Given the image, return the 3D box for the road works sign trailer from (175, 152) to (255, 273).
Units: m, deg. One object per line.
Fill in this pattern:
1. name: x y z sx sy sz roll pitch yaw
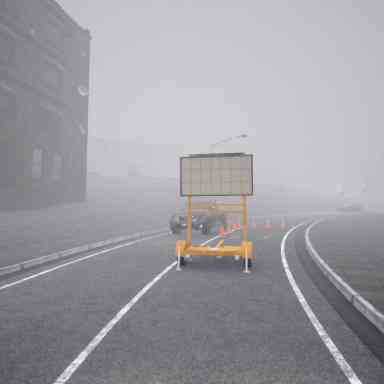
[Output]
1. road works sign trailer: 0.840 0.530 11.043 2.380 3.560 2.880 -1 -1 12

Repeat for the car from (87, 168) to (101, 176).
1. car: -16.336 -2.839 50.929 4.553 1.767 2.185 2 -5 -33

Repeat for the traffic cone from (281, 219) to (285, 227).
1. traffic cone: 6.250 2.136 22.871 0.340 0.580 0.340 -2 -1 17

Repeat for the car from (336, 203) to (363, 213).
1. car: 23.472 2.334 49.451 5.008 1.535 1.882 1 -4 -35

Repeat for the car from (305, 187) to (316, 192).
1. car: 28.264 -0.376 83.551 4.553 1.767 2.185 4 -6 -41

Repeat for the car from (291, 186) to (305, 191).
1. car: 24.037 -0.560 79.825 4.892 1.521 2.231 4 -6 -40

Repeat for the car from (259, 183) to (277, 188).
1. car: 15.595 -1.073 72.885 4.792 1.488 2.163 3 -6 -38

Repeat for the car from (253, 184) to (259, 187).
1. car: 11.069 -1.500 69.397 4.553 1.767 2.185 3 -6 -36

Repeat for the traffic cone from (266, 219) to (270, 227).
1. traffic cone: 5.296 2.166 23.161 0.340 0.580 0.340 -2 -1 17

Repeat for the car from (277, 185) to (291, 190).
1. car: 19.891 -0.794 76.339 4.674 1.452 2.002 4 -6 -39

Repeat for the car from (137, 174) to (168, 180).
1. car: -7.141 -2.323 56.839 4.892 1.521 2.231 2 -5 -33

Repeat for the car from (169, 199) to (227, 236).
1. car: 0.563 1.468 20.605 2.150 2.045 5.566 -2 -2 21

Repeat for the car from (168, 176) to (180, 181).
1. car: -2.508 -2.113 59.832 4.892 1.521 2.231 3 -5 -33

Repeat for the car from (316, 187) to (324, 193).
1. car: 32.404 -0.164 87.333 5.566 2.045 2.435 5 -6 -42
